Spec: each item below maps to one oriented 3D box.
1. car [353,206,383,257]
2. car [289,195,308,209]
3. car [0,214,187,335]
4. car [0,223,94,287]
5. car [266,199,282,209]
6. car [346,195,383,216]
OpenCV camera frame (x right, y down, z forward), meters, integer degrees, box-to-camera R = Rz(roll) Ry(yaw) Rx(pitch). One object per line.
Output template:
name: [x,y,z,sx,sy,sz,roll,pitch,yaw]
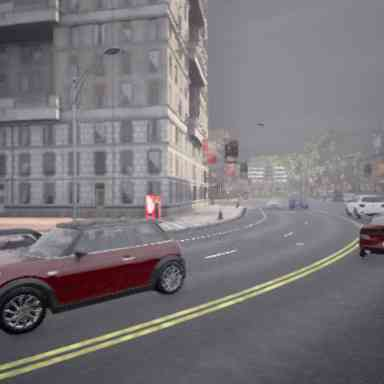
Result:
car: [7.640,1.509,12.462,1.882,1.535,5.008,0,0,37]
car: [15.434,1.481,48.381,2.150,2.045,5.566,0,0,10]
car: [-2.337,1.412,7.036,4.553,1.767,2.097,0,-1,-42]
car: [-5.295,1.691,8.925,4.718,1.301,1.895,0,0,-39]
car: [11.998,1.786,49.038,1.812,1.442,4.674,0,0,10]
car: [15.544,1.309,30.003,2.150,2.045,5.566,0,0,13]
